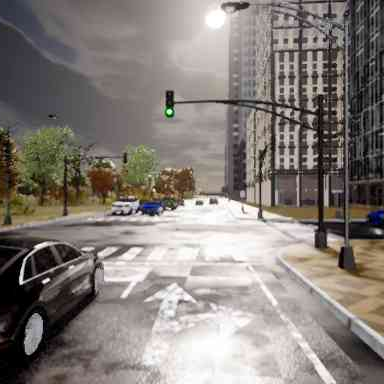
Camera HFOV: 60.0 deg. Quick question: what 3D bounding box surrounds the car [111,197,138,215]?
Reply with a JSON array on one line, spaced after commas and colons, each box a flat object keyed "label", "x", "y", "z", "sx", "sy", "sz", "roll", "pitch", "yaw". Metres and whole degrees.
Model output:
[{"label": "car", "x": -7.791, "y": 1.582, "z": 39.385, "sx": 2.150, "sy": 2.045, "sz": 5.566, "roll": 0, "pitch": -1, "yaw": 4}]

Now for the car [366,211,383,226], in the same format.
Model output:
[{"label": "car", "x": 14.288, "y": 1.530, "z": 22.101, "sx": 5.008, "sy": 1.535, "sz": 1.882, "roll": -1, "pitch": 0, "yaw": 5}]

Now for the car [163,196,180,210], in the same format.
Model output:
[{"label": "car", "x": -3.617, "y": 1.695, "z": 51.074, "sx": 2.150, "sy": 2.045, "sz": 5.566, "roll": 0, "pitch": -1, "yaw": 5}]

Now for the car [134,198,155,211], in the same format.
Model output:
[{"label": "car", "x": -7.013, "y": 1.807, "z": 49.281, "sx": 2.097, "sy": 1.767, "sz": 4.553, "roll": 0, "pitch": -1, "yaw": 4}]

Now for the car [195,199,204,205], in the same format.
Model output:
[{"label": "car", "x": 1.789, "y": 2.334, "z": 77.682, "sx": 1.895, "sy": 1.301, "sz": 4.718, "roll": 0, "pitch": -1, "yaw": 4}]

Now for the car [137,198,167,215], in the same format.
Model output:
[{"label": "car", "x": -4.553, "y": 1.836, "z": 38.973, "sx": 1.882, "sy": 1.535, "sz": 5.008, "roll": 0, "pitch": -1, "yaw": 5}]

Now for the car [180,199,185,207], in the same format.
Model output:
[{"label": "car", "x": -2.423, "y": 2.143, "z": 65.681, "sx": 1.812, "sy": 1.442, "sz": 4.674, "roll": 0, "pitch": -1, "yaw": 5}]

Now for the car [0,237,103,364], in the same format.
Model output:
[{"label": "car", "x": -3.025, "y": 1.562, "z": 5.930, "sx": 1.837, "sy": 1.490, "sz": 4.892, "roll": 0, "pitch": 0, "yaw": 1}]

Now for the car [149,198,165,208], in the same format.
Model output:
[{"label": "car", "x": -6.197, "y": 1.906, "z": 59.520, "sx": 2.097, "sy": 1.767, "sz": 4.553, "roll": 0, "pitch": -1, "yaw": 5}]

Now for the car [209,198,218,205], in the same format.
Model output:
[{"label": "car", "x": 5.065, "y": 2.098, "z": 77.899, "sx": 2.097, "sy": 1.767, "sz": 4.553, "roll": 0, "pitch": -1, "yaw": 4}]
